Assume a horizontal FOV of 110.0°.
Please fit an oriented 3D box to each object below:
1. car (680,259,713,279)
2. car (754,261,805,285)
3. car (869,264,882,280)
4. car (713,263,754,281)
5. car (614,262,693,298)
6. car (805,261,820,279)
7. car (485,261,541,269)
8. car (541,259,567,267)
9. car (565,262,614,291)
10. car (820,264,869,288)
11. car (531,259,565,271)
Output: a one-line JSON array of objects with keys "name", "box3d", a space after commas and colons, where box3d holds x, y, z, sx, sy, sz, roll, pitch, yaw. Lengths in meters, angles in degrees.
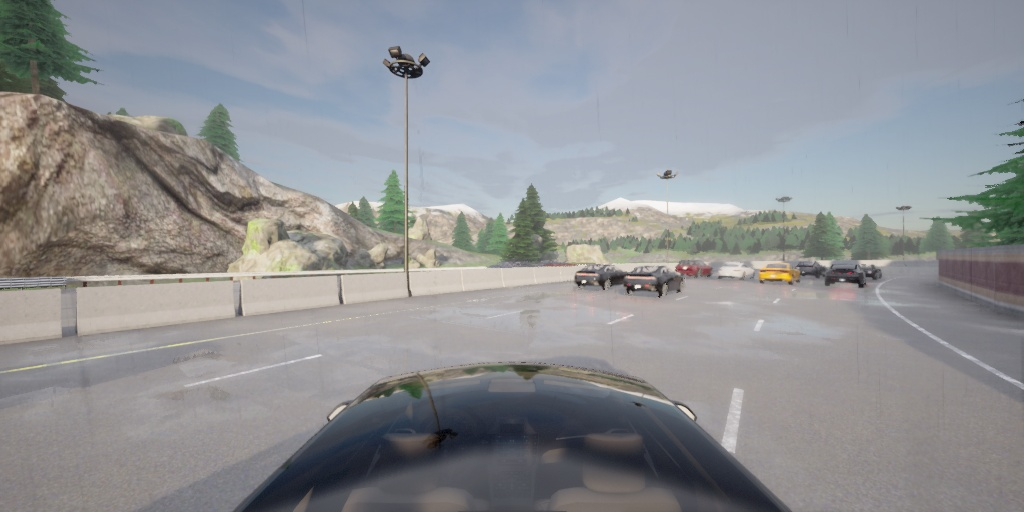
[{"name": "car", "box3d": [16.938, 1.102, 33.302, 4.553, 1.767, 2.097, 0, 0, -43]}, {"name": "car", "box3d": [19.726, 1.227, 26.350, 5.008, 1.535, 1.882, 0, 0, -44]}, {"name": "car", "box3d": [30.402, 1.351, 30.971, 4.718, 1.301, 1.895, 0, 0, -39]}, {"name": "car", "box3d": [19.190, 1.275, 30.647, 4.674, 1.442, 1.812, 0, 0, -42]}, {"name": "car", "box3d": [7.518, 1.241, 18.743, 2.128, 1.511, 4.902, 0, 0, 41]}, {"name": "car", "box3d": [27.658, 1.241, 33.234, 4.902, 1.511, 2.128, 0, 0, -39]}, {"name": "car", "box3d": [0.002, 1.241, 31.605, 2.128, 1.511, 4.902, 0, 0, 43]}, {"name": "car", "box3d": [6.265, 1.350, 47.499, 4.718, 1.301, 1.895, 0, 0, -42]}, {"name": "car", "box3d": [5.653, 1.241, 21.924, 2.128, 1.511, 4.902, 0, 0, 41]}, {"name": "car", "box3d": [22.469, 1.255, 24.129, 4.892, 1.490, 1.837, 0, 0, -43]}, {"name": "car", "box3d": [5.177, 1.242, 51.209, 4.902, 1.511, 2.128, 0, 0, -41]}]
